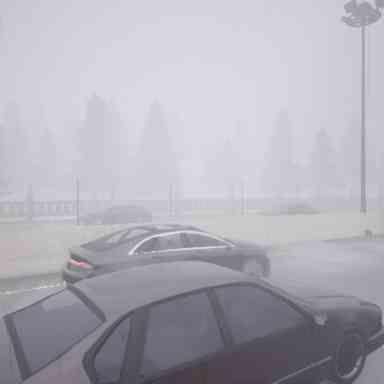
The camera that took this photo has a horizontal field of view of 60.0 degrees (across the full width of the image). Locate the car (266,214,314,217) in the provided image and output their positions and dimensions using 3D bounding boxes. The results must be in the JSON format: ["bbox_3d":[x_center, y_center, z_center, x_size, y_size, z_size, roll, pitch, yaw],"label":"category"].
[{"bbox_3d":[7.101,1.505,24.270,4.892,1.490,1.837,0,0,-29],"label":"car"}]

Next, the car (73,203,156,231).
[{"bbox_3d":[-4.937,1.505,21.433,4.892,1.490,1.837,0,0,-32],"label":"car"}]

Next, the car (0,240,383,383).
[{"bbox_3d":[-0.029,1.547,3.674,5.357,1.411,2.033,0,0,-34],"label":"car"}]

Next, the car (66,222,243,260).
[{"bbox_3d":[-0.350,1.491,7.520,4.902,1.511,2.128,0,0,-33],"label":"car"}]
